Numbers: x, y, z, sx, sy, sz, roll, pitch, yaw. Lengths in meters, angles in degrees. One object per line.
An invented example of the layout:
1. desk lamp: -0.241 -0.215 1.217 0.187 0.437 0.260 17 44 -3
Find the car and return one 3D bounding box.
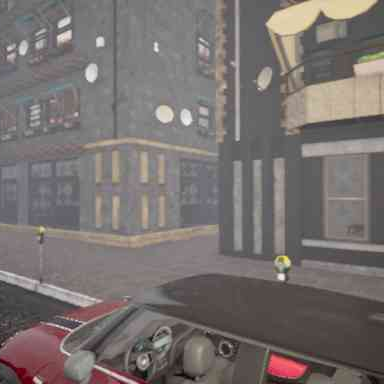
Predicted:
1. car: 0.059 1.431 2.691 4.097 1.590 1.967 0 0 36
